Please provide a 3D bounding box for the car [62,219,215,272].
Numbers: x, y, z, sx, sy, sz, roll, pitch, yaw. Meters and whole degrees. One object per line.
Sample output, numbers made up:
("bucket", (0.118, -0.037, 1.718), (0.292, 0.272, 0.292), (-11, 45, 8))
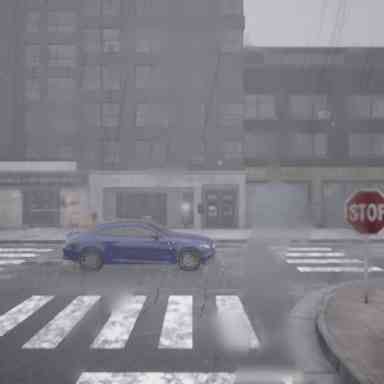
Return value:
("car", (-1.622, 1.599, 10.446), (4.674, 1.442, 1.812), (0, 0, 0))
